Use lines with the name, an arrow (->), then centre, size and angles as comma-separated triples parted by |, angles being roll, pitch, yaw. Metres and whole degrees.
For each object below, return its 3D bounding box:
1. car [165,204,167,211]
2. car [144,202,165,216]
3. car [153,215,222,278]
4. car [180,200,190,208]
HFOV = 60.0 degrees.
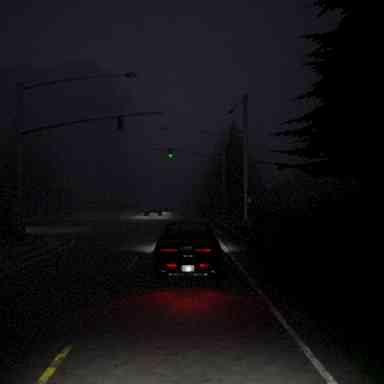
car -> -4.732, 2.178, 49.036 | 1.895, 1.301, 4.718 | 0, -1, -1
car -> -4.487, 1.988, 39.196 | 1.812, 1.442, 4.674 | 0, -1, -2
car -> -0.143, 1.631, 10.550 | 1.837, 1.490, 4.892 | 0, 0, -1
car -> -1.383, 2.219, 63.349 | 1.882, 1.535, 5.008 | 0, -1, -1
